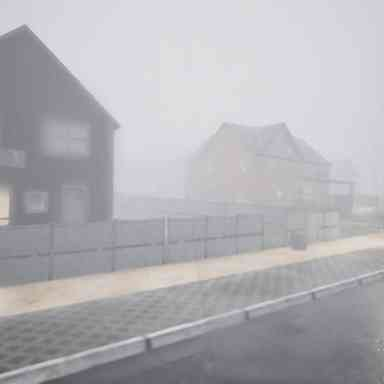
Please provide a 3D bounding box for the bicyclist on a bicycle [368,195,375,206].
[{"bbox_3d":[26.299,1.328,48.725,1.656,1.620,0.582,1,0,-32],"label":"bicyclist on a bicycle"}]
